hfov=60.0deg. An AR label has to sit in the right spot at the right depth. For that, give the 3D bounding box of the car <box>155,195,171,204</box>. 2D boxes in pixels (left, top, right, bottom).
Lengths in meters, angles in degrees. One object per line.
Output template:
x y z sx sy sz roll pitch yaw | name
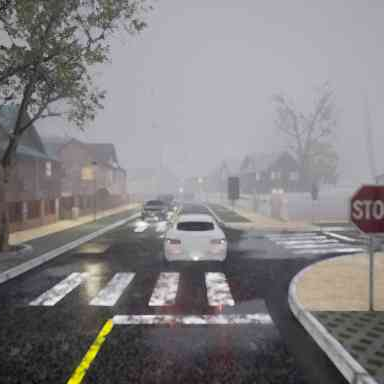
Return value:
-4.822 1.216 54.972 1.812 1.442 4.674 0 0 -16 | car

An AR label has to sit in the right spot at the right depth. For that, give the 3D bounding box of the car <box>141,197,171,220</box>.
-2.842 1.342 25.960 1.812 1.442 4.674 0 0 -1 | car

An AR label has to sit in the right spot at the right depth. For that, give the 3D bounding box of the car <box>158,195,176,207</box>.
-2.917 1.315 34.989 1.994 1.385 4.181 0 0 -1 | car

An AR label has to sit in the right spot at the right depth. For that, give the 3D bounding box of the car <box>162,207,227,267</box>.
0.101 1.448 11.013 1.812 1.442 4.674 0 1 0 | car
